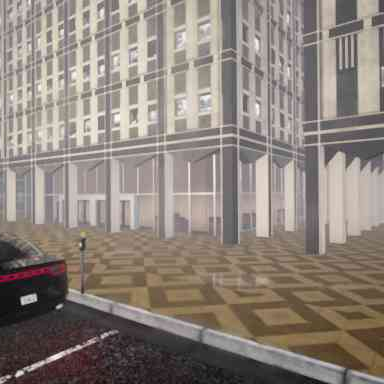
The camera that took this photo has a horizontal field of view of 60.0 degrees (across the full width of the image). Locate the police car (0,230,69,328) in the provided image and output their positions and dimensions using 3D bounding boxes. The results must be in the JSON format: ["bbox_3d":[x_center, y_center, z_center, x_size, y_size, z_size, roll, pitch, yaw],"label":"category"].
[{"bbox_3d":[-4.571,1.425,6.563,5.238,1.638,1.930,0,0,36],"label":"police car"}]
